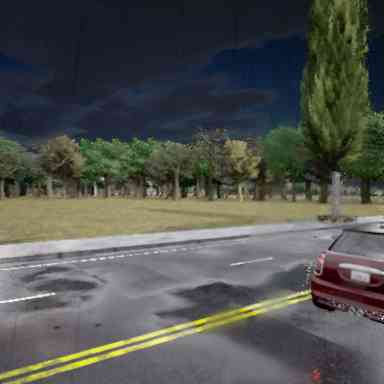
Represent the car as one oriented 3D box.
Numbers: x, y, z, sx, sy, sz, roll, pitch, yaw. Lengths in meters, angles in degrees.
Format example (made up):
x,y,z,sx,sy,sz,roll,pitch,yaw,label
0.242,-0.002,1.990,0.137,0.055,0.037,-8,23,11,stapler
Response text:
x,y,z,sx,sy,sz,roll,pitch,yaw,label
4.444,1.391,6.601,4.553,1.767,2.097,0,0,-35,car
